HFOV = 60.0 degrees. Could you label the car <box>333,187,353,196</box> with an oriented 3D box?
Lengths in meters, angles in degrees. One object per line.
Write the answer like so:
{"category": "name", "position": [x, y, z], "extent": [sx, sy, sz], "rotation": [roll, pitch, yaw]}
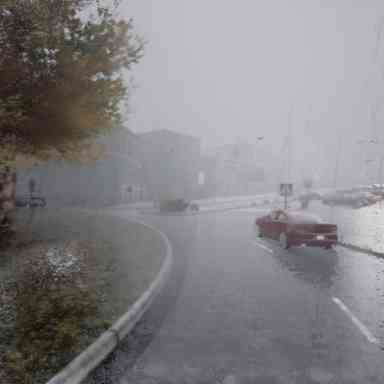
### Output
{"category": "car", "position": [28.353, -0.058, 62.333], "extent": [1.882, 1.535, 5.008], "rotation": [0, 2, 43]}

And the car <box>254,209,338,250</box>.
{"category": "car", "position": [4.250, 1.473, 14.376], "extent": [1.882, 1.535, 5.008], "rotation": [3, 0, -8]}

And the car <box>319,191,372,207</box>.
{"category": "car", "position": [17.633, 0.948, 38.465], "extent": [4.892, 1.521, 2.231], "rotation": [0, 2, 23]}

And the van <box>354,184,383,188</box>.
{"category": "van", "position": [23.916, 0.342, 45.130], "extent": [4.442, 1.987, 1.878], "rotation": [0, 2, 23]}

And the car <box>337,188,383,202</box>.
{"category": "car", "position": [21.581, 0.693, 43.009], "extent": [5.366, 1.575, 1.946], "rotation": [0, 3, 23]}

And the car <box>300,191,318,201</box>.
{"category": "car", "position": [18.230, 0.617, 51.167], "extent": [1.812, 1.442, 4.674], "rotation": [0, 2, 43]}

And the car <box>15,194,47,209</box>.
{"category": "car", "position": [-16.996, 0.935, 33.286], "extent": [4.902, 1.511, 2.128], "rotation": [2, -2, 14]}

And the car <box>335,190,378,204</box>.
{"category": "car", "position": [19.697, 0.861, 40.698], "extent": [4.674, 1.452, 2.002], "rotation": [0, 3, 23]}

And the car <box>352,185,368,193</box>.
{"category": "car", "position": [35.437, -0.633, 70.048], "extent": [1.837, 1.490, 4.892], "rotation": [0, 2, 43]}

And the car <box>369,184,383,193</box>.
{"category": "car", "position": [38.087, -0.790, 68.130], "extent": [2.097, 1.767, 4.553], "rotation": [0, 2, 43]}

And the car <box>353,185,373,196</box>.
{"category": "car", "position": [31.286, -0.228, 60.722], "extent": [2.097, 1.767, 4.553], "rotation": [0, 2, 43]}
